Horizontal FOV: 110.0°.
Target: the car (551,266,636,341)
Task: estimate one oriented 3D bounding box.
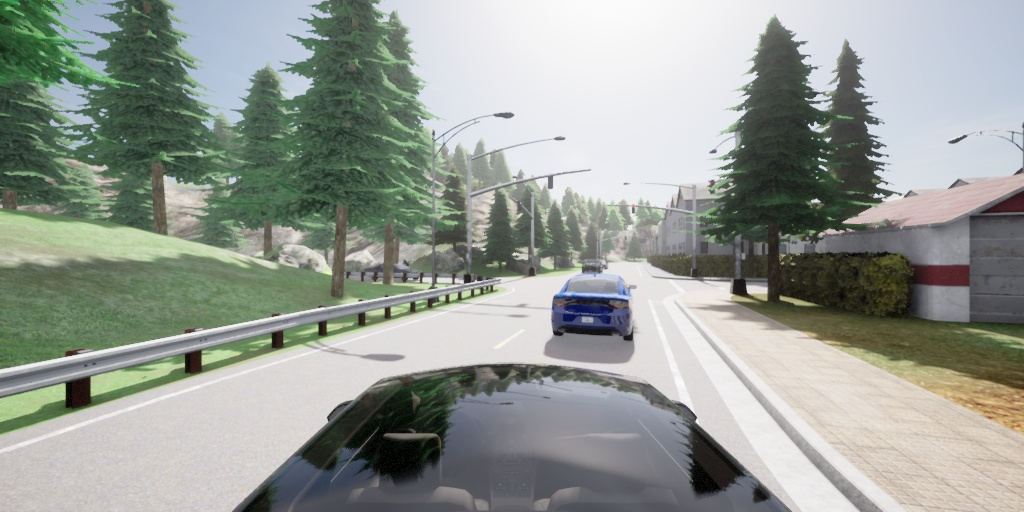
[{"bbox_3d":[2.412,1.227,10.092,1.882,1.535,5.008,0,0,18],"label":"car"}]

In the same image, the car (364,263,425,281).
[{"bbox_3d":[-9.991,1.310,30.283,5.357,1.411,2.033,0,0,20],"label":"car"}]

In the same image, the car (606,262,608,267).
[{"bbox_3d":[13.418,1.291,53.982,2.033,1.411,5.357,0,0,19],"label":"car"}]

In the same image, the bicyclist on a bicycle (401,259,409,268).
[{"bbox_3d":[-11.291,1.163,38.122,0.582,1.620,1.656,-2,5,18],"label":"bicyclist on a bicycle"}]

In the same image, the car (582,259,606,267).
[{"bbox_3d":[9.614,1.097,42.821,2.097,1.767,4.553,0,0,19],"label":"car"}]
